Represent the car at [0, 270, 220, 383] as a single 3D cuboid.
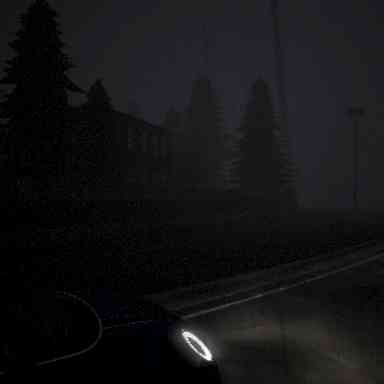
[{"bbox_3d":[-1.938,1.352,2.518,4.553,1.767,2.097,1,0,-35],"label":"car"}]
